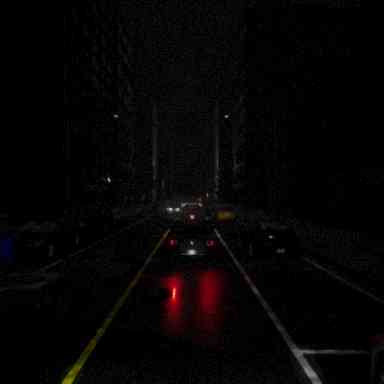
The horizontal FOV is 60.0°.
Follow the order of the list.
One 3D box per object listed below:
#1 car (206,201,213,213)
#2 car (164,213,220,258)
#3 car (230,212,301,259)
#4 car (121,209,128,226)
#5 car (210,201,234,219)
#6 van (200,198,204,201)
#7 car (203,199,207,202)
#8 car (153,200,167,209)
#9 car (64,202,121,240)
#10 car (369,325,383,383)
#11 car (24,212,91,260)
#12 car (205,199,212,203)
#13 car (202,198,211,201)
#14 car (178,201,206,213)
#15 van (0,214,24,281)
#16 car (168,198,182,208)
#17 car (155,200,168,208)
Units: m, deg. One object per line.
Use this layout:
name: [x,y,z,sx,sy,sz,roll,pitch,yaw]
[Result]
car: [2.851,1.900,34.661,2.008,1.369,4.403,0,-1,0]
car: [0.012,1.732,13.255,1.895,1.301,4.718,0,-1,0]
car: [2.854,1.678,12.868,2.008,1.369,4.403,0,-1,0]
car: [-5.673,1.761,23.567,1.752,1.417,4.829,0,-1,0]
car: [2.852,1.820,29.383,1.752,1.417,4.829,0,-1,0]
van: [2.847,1.974,61.904,1.690,1.788,3.998,0,-1,0]
car: [2.850,2.028,45.557,1.947,1.339,4.313,0,-1,0]
car: [-5.676,2.157,56.440,1.802,1.307,4.206,0,-1,0]
car: [-5.673,1.497,18.288,2.192,1.841,5.009,0,-1,0]
car: [2.854,1.461,1.972,1.967,1.590,4.097,0,-1,0]
car: [-5.671,1.678,12.836,2.008,1.369,4.403,0,-1,0]
car: [2.850,1.932,40.279,1.752,1.417,4.829,0,-1,0]
car: [2.849,2.085,51.005,1.947,1.339,4.313,0,-1,0]
car: [0.017,1.815,28.904,1.812,1.442,4.674,0,0,0]
van: [-5.671,1.414,7.387,1.690,1.788,3.998,0,-1,0]
car: [-3.075,2.156,58.053,1.994,1.385,4.181,0,-1,0]
car: [-5.677,2.198,61.891,1.947,1.339,4.313,0,-1,0]
